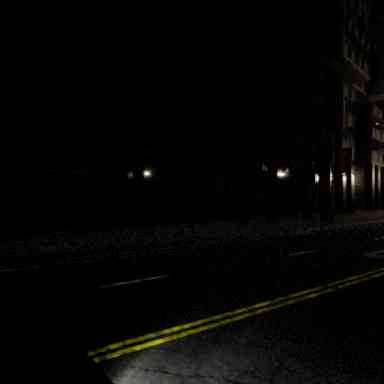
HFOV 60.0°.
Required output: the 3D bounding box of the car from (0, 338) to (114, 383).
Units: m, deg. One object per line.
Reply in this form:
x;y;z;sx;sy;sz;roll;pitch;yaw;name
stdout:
-2.882;1.533;1.407;5.357;1.411;2.033;1;-1;-35;car
